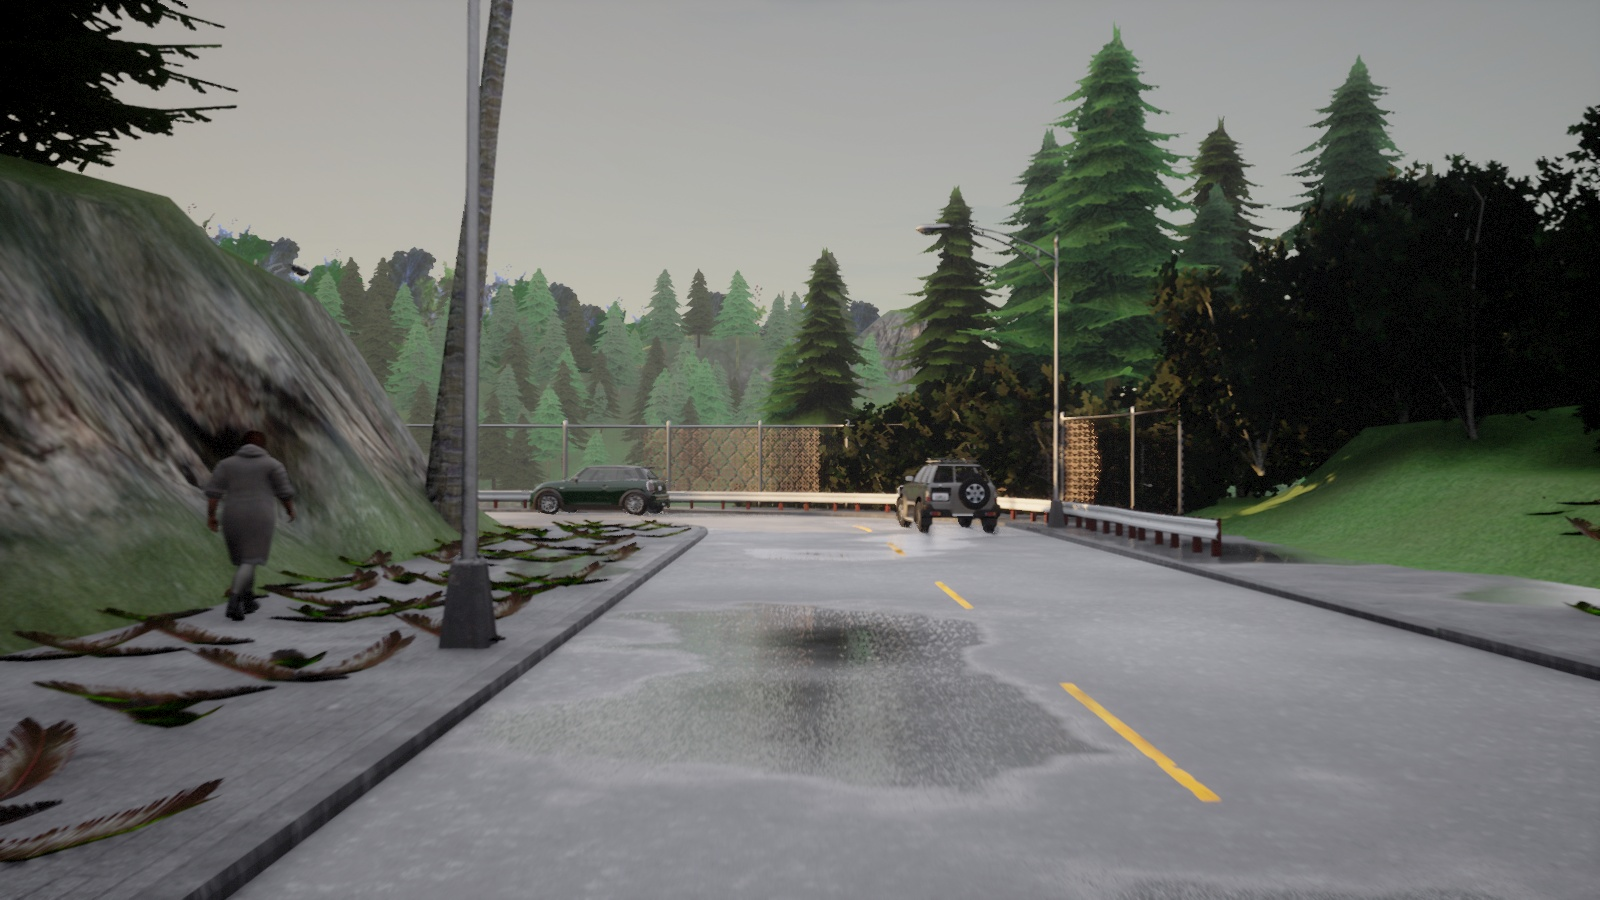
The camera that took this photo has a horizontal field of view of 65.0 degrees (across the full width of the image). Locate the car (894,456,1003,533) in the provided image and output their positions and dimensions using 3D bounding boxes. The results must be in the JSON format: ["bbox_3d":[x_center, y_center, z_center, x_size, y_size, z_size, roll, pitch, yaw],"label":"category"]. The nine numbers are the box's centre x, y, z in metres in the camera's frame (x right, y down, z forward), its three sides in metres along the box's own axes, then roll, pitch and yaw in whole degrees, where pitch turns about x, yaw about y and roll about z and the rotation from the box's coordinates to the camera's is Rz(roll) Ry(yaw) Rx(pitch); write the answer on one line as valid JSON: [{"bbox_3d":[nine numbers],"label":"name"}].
[{"bbox_3d":[3.742,1.112,32.518,1.932,1.855,4.605,0,-1,-5],"label":"car"}]

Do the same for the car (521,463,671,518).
[{"bbox_3d":[-6.856,1.346,42.358,4.553,1.767,2.097,0,-1,11],"label":"car"}]

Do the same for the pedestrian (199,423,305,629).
[{"bbox_3d":[-5.356,0.724,12.323,0.659,1.952,0.873,0,-1,0],"label":"pedestrian"}]
